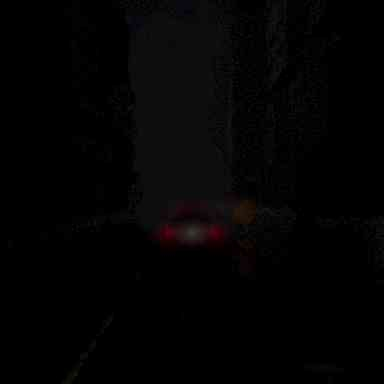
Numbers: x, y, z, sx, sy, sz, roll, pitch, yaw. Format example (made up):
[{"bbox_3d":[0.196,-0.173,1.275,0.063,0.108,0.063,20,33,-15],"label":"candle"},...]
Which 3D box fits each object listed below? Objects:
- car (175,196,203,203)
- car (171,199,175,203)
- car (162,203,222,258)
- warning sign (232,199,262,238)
[{"bbox_3d":[0.011,1.500,27.574,2.150,2.045,5.566,0,0,0],"label":"car"},{"bbox_3d":[-3.017,2.125,64.992,1.882,1.535,5.008,0,0,0],"label":"car"},{"bbox_3d":[0.021,1.486,13.430,2.097,1.767,4.553,0,-1,0],"label":"car"},{"bbox_3d":[2.717,1.282,16.590,1.300,1.860,1.060,0,-1,0],"label":"warning sign"}]
